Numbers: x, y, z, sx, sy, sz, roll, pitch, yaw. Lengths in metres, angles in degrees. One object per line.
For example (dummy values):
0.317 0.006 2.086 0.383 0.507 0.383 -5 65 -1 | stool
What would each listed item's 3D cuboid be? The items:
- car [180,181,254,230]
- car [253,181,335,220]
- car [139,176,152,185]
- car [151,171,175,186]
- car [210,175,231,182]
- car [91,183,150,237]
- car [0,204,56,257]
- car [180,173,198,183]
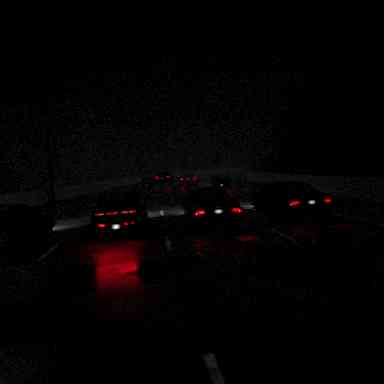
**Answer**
0.630 0.525 13.324 2.033 1.411 5.357 -4 4 -5 | car
4.028 0.251 14.313 2.033 1.411 5.357 -4 4 -5 | car
-6.848 -1.758 51.913 1.994 1.385 4.181 -3 4 6 | car
-3.842 -1.998 47.938 2.150 2.045 5.566 -4 4 5 | car
2.951 -1.135 35.452 1.895 1.301 4.718 -3 4 1 | car
-2.768 0.698 13.155 1.837 1.490 4.892 -4 5 -6 | car
-6.115 1.110 10.774 2.033 1.411 5.357 -4 4 -6 | car
-0.378 -1.753 43.404 2.097 1.767 4.553 -3 4 3 | car
